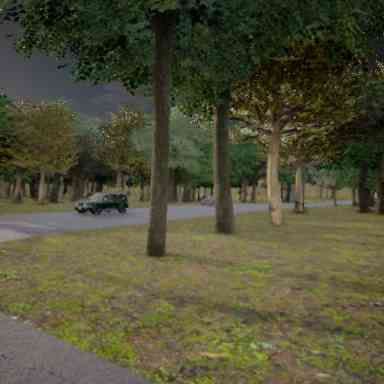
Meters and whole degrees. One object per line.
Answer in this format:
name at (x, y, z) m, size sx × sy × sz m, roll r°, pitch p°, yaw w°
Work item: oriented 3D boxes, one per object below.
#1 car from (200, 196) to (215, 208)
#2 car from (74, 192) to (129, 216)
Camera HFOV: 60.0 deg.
car at (3.101, 1.369, 50.071) m, size 2.097 × 1.767 × 4.553 m, roll 3°, pitch 1°, yaw 32°
car at (-8.418, 1.067, 31.686) m, size 2.150 × 2.045 × 5.566 m, roll 3°, pitch 2°, yaw 32°
